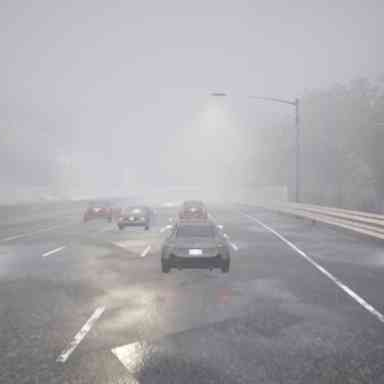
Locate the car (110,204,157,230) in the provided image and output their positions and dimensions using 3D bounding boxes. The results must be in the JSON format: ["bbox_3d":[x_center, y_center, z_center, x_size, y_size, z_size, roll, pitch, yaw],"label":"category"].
[{"bbox_3d":[-3.402,1.563,21.227,2.033,1.411,5.357,0,0,0],"label":"car"}]

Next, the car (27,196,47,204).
[{"bbox_3d":[-28.007,1.576,60.140,1.837,1.490,4.892,0,0,0],"label":"car"}]

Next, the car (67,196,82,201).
[{"bbox_3d":[-21.008,1.564,62.126,1.882,1.535,5.008,0,0,0],"label":"car"}]

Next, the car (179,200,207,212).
[{"bbox_3d":[0.099,1.373,26.291,2.097,1.767,4.553,0,0,0],"label":"car"}]

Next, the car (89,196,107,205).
[{"bbox_3d":[-17.514,1.589,62.285,1.837,1.490,4.892,0,0,0],"label":"car"}]

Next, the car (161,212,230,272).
[{"bbox_3d":[0.099,1.570,10.853,1.994,1.385,4.181,0,0,0],"label":"car"}]

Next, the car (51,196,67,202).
[{"bbox_3d":[-24.506,1.562,62.025,1.882,1.535,5.008,0,0,0],"label":"car"}]

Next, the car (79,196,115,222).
[{"bbox_3d":[-6.901,1.374,26.291,2.097,1.767,4.553,0,0,0],"label":"car"}]
